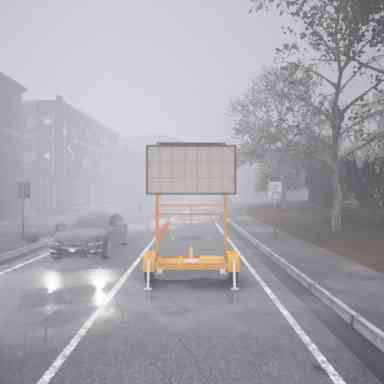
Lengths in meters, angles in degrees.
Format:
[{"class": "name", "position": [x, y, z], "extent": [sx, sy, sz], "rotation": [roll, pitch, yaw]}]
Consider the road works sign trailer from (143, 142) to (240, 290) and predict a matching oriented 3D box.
[{"class": "road works sign trailer", "position": [-0.020, 0.467, 9.035], "extent": [2.380, 3.560, 2.880], "rotation": [0, 0, 0]}]

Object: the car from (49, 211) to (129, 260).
[{"class": "car", "position": [-3.612, 1.508, 12.464], "extent": [1.837, 1.490, 4.892], "rotation": [0, 0, 0]}]

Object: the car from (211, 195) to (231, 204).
[{"class": "car", "position": [5.525, 1.369, 62.341], "extent": [2.128, 1.511, 4.902], "rotation": [-1, 0, 39]}]
